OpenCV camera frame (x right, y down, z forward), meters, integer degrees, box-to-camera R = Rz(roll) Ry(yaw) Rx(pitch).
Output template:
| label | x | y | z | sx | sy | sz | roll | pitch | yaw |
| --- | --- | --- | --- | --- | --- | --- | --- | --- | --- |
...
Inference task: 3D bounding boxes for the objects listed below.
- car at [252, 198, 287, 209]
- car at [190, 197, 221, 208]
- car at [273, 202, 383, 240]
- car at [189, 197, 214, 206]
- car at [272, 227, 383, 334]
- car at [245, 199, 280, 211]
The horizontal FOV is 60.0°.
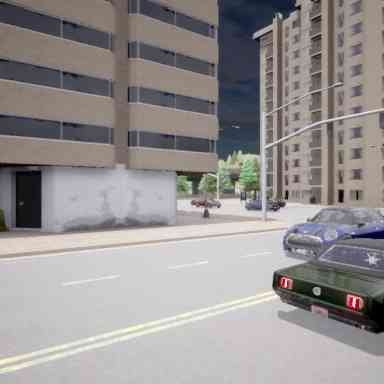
| label | x | y | z | sx | sy | sz | roll | pitch | yaw |
| --- | --- | --- | --- | --- | --- | --- | --- | --- | --- |
| car | 10.954 | 1.610 | 47.309 | 1.895 | 1.301 | 4.718 | 0 | 0 | -35 |
| car | 2.171 | 1.533 | 47.248 | 1.812 | 1.442 | 4.674 | 0 | 0 | -36 |
| car | 5.407 | 1.355 | 12.118 | 4.553 | 1.767 | 2.097 | 0 | 0 | -35 |
| car | 1.548 | 1.572 | 54.368 | 1.994 | 1.385 | 4.181 | 0 | 0 | -36 |
| car | 3.838 | 1.603 | 6.512 | 4.718 | 1.301 | 1.895 | 0 | 0 | -35 |
| car | 8.180 | 1.571 | 38.934 | 1.994 | 1.385 | 4.181 | 0 | 0 | -36 |
